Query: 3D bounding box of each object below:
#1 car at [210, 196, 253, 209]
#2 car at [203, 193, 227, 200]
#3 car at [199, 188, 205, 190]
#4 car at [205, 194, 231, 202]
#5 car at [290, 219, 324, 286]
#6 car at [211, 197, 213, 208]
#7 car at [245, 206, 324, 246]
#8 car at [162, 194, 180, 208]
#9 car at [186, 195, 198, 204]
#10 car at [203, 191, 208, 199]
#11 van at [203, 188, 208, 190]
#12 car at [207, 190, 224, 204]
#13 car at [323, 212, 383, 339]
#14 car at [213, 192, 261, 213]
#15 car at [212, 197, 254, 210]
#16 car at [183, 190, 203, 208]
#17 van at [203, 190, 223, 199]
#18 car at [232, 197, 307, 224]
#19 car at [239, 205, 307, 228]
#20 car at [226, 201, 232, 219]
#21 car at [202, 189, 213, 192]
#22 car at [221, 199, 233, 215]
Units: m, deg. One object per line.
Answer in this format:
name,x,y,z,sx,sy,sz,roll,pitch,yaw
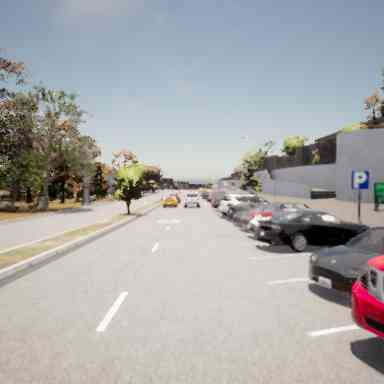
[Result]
car,5.242,1.355,43.928,5.366,1.575,1.946,1,0,-20
car,5.063,0.946,73.820,4.892,1.521,2.231,1,1,-20
car,5.047,0.652,76.785,5.566,2.045,2.435,1,1,-20
car,5.065,1.109,64.875,4.674,1.452,2.002,0,1,-20
car,5.044,1.525,7.813,4.792,1.488,2.163,1,0,-20
car,4.898,1.470,31.782,5.366,1.575,1.946,1,1,-20
car,5.063,1.508,13.830,5.008,1.535,2.097,1,0,-20
car,-3.001,1.315,46.195,1.882,1.535,5.008,0,1,0
car,-0.001,1.263,56.265,1.994,1.385,4.181,0,1,0
car,5.044,1.140,61.856,4.792,1.488,2.163,0,1,-20
van,5.181,0.761,70.878,4.442,1.987,1.878,1,1,-20
car,5.047,1.177,37.833,5.566,2.045,2.435,1,1,-20
car,5.050,1.240,4.810,5.566,2.045,2.435,1,0,-20
car,5.099,1.241,28.853,5.566,2.045,2.435,1,0,-20
car,5.074,1.433,40.856,4.674,1.452,2.002,1,1,-20
car,-0.001,1.063,45.863,2.150,2.045,5.566,0,1,0
van,4.964,0.636,79.738,4.442,1.987,1.878,1,1,-20
car,5.102,1.388,19.841,4.553,1.767,2.185,1,0,-20
car,5.073,1.553,16.830,4.674,1.452,2.002,1,0,-20
car,5.073,1.554,22.830,4.674,1.452,2.002,1,1,-20
car,5.041,0.902,67.845,4.553,1.767,2.185,0,1,-20
car,5.096,1.533,25.855,4.792,1.488,2.163,1,0,-20
